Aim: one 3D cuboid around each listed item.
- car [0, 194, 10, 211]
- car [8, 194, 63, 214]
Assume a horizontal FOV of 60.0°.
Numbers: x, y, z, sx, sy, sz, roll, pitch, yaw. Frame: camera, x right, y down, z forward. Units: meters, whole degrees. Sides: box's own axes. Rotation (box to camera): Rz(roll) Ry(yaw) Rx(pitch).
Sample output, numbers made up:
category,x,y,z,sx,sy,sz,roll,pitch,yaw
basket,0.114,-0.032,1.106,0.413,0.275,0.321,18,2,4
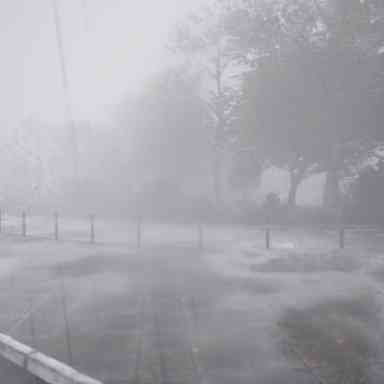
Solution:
category,x,y,z,sx,sy,sz,roll,pitch,yaw
car,-20.249,1.254,36.961,2.435,2.045,5.566,0,0,34
car,-15.503,1.356,33.662,2.185,1.767,4.553,1,0,34
